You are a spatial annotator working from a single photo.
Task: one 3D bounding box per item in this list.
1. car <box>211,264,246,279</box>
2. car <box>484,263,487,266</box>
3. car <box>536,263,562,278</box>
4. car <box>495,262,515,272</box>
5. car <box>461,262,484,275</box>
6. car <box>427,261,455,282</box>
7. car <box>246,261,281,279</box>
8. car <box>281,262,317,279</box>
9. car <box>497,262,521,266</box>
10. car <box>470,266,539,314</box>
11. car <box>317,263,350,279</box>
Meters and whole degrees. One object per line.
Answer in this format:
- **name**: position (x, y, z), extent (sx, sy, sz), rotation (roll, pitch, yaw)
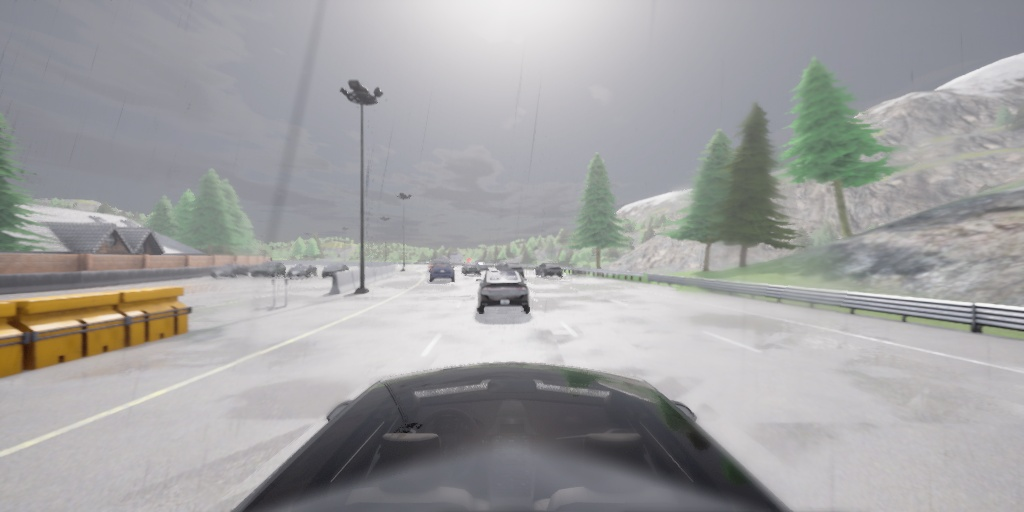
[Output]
- **car**: position (-29.025, 1.586, 37.151), extent (2.128, 1.511, 4.902), rotation (0, -1, -14)
- **car**: position (-5.060, 1.663, 55.998), extent (1.994, 1.385, 4.181), rotation (0, 0, -19)
- **car**: position (3.661, 1.449, 36.440), extent (1.837, 1.490, 4.892), rotation (0, 0, -11)
- **car**: position (-1.167, 1.642, 55.308), extent (1.994, 1.385, 4.181), rotation (0, 0, -17)
- **car**: position (-5.036, 1.623, 43.293), extent (1.895, 1.301, 4.718), rotation (0, 0, -14)
- **car**: position (-6.268, 1.313, 32.344), extent (2.097, 1.767, 4.553), rotation (0, 0, -10)
- **car**: position (-25.649, 1.434, 38.029), extent (2.097, 1.767, 4.553), rotation (0, 0, -14)
- **car**: position (-21.982, 1.555, 37.815), extent (2.128, 1.511, 4.902), rotation (0, 0, -13)
- **car**: position (-0.031, 1.469, 37.107), extent (1.837, 1.490, 4.892), rotation (0, 0, -11)
- **car**: position (-0.413, 1.320, 14.307), extent (2.128, 1.511, 4.902), rotation (0, 0, -4)
- **car**: position (-18.271, 1.523, 37.334), extent (1.882, 1.535, 5.008), rotation (0, 0, -13)
